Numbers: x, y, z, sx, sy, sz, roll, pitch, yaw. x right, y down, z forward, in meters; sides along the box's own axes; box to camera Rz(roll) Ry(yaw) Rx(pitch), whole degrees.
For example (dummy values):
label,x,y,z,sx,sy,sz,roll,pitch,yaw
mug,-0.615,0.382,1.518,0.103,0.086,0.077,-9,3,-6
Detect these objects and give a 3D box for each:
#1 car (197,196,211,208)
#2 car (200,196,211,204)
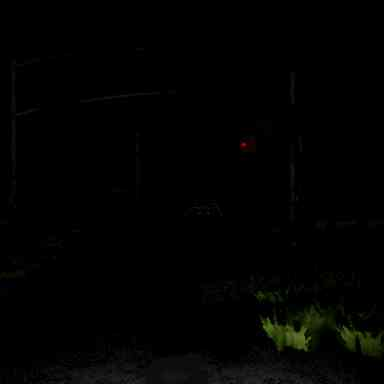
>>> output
label,x,y,z,sx,sy,sz,roll,pitch,yaw
car,1.762,1.484,48.235,2.033,1.411,5.357,0,0,3
car,2.576,1.491,63.873,1.994,1.385,4.181,0,0,3
